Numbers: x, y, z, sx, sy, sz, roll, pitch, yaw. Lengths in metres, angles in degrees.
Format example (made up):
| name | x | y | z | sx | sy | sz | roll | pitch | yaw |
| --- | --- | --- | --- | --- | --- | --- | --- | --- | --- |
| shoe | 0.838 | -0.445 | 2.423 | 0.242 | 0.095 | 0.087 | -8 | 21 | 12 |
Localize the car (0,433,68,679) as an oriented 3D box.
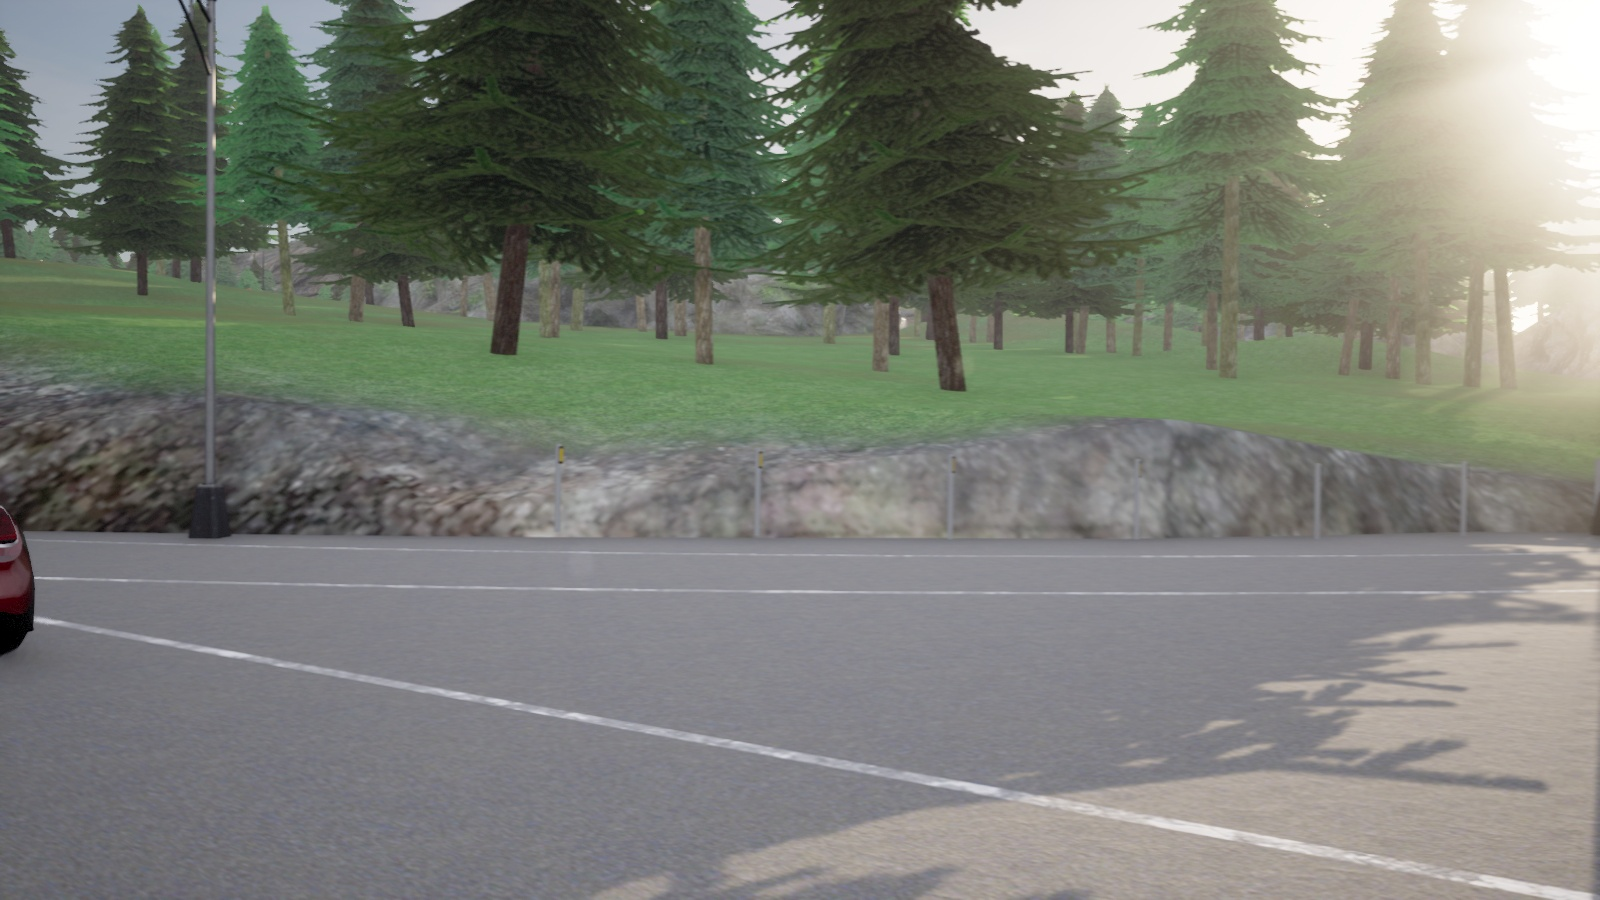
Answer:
| name | x | y | z | sx | sy | sz | roll | pitch | yaw |
| --- | --- | --- | --- | --- | --- | --- | --- | --- | --- |
| car | -6.722 | 0.647 | 8.089 | 3.806 | 1.475 | 1.970 | 0 | 1 | 34 |
